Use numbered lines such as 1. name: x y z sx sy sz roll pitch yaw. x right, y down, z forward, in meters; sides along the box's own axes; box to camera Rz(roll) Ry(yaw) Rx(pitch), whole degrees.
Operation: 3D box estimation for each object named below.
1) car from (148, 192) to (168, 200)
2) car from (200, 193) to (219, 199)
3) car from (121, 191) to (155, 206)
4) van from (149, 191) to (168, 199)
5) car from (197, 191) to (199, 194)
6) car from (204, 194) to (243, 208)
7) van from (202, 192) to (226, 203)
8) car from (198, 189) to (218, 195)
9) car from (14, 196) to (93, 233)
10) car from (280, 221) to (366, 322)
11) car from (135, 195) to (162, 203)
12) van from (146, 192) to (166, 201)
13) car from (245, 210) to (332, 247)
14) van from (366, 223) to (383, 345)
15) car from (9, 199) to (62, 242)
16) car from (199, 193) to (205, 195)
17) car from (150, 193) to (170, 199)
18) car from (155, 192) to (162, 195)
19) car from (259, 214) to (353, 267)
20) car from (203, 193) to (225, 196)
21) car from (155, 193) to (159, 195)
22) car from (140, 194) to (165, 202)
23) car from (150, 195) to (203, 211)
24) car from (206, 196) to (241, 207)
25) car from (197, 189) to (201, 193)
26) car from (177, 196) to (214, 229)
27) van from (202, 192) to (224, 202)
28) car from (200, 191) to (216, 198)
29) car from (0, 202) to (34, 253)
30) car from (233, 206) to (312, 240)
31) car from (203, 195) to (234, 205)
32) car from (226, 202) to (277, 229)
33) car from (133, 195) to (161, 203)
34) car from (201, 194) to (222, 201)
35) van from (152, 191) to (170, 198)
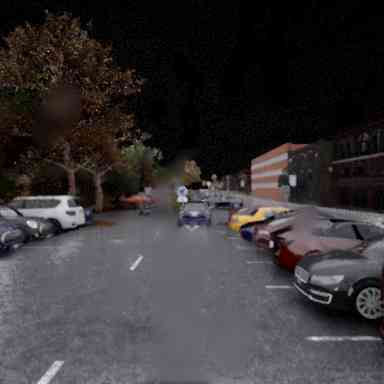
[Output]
1. car: -8.153 0.948 80.266 4.553 1.767 2.185 0 1 0
2. car: 4.390 1.056 83.252 4.674 1.452 2.002 0 1 0
3. car: -8.220 1.166 49.312 4.553 1.767 2.185 0 0 0
4. van: -8.295 0.791 83.211 4.442 1.987 1.878 0 1 0
5. car: 4.387 1.124 77.601 5.008 1.535 2.097 0 1 0
6. car: 4.288 1.329 43.672 4.792 1.488 2.163 0 0 0
7. van: 4.238 1.043 63.452 4.442 1.987 1.878 0 0 0
8. car: 4.377 1.022 60.626 5.566 2.045 2.435 0 0 0
9. car: -8.581 1.235 17.689 5.566 2.045 2.435 0 0 0
10. car: 4.542 1.483 6.563 4.892 1.521 2.231 0 0 0
11. car: -8.193 1.299 63.306 4.792 1.488 2.163 0 0 0
12. van: -8.078 0.954 74.741 4.442 1.987 1.878 0 1 0
13. car: 4.529 1.524 12.129 4.674 1.452 2.002 0 0 0
14. van: 4.654 1.255 3.655 4.442 1.987 1.878 0 0 0
15. car: -8.582 1.360 14.778 4.553 1.767 2.185 0 0 0
16. car: 4.148 1.284 52.150 5.366 1.575 1.946 0 0 0
17. car: -8.178 0.964 86.039 4.892 1.521 2.231 0 1 0
18. car: -8.241 1.279 57.784 4.892 1.521 2.231 0 0 0
19. car: 4.563 1.513 9.346 4.792 1.488 2.163 0 0 0
20. car: 4.325 1.331 49.324 4.674 1.452 2.002 0 0 0
21. car: -8.241 1.287 52.012 5.008 1.535 2.097 0 0 0
22. car: -8.205 1.257 68.965 5.008 1.535 2.097 0 0 0
23. car: -1.652 1.394 37.095 5.357 1.411 2.033 0 0 -8
24. car: 4.320 1.335 46.498 4.674 1.452 2.002 0 0 0
25. car: 4.369 0.710 86.072 5.566 2.045 2.435 0 1 0
26. car: 0.256 1.362 21.938 2.097 1.767 4.553 0 0 3
27. van: 4.249 1.031 68.983 4.442 1.987 1.878 0 0 0
28. car: 4.377 0.728 91.725 4.553 1.767 2.185 0 1 0
29. car: -8.580 1.359 11.994 4.553 1.767 2.185 0 0 0
30. car: 4.500 1.515 14.912 4.792 1.488 2.163 0 0 0
31. car: 4.343 1.282 54.976 5.008 1.535 2.097 0 0 0
32. car: 4.713 1.483 17.696 5.366 1.575 1.946 0 0 0
33. car: -8.198 1.303 60.482 4.792 1.488 2.163 0 0 0
34. car: 4.379 1.218 74.777 4.674 1.452 2.002 0 1 0
35. van: -8.281 0.683 88.860 4.442 1.987 1.878 0 1 0
